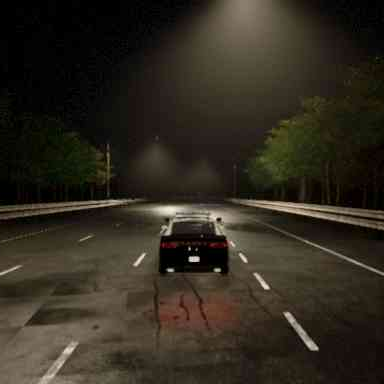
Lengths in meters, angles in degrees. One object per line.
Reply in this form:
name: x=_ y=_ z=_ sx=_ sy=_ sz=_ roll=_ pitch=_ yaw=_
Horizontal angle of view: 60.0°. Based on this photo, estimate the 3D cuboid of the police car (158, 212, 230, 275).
police car: x=0.036 y=1.455 z=10.664 sx=1.930 sy=1.638 sz=5.238 roll=0 pitch=-1 yaw=0
